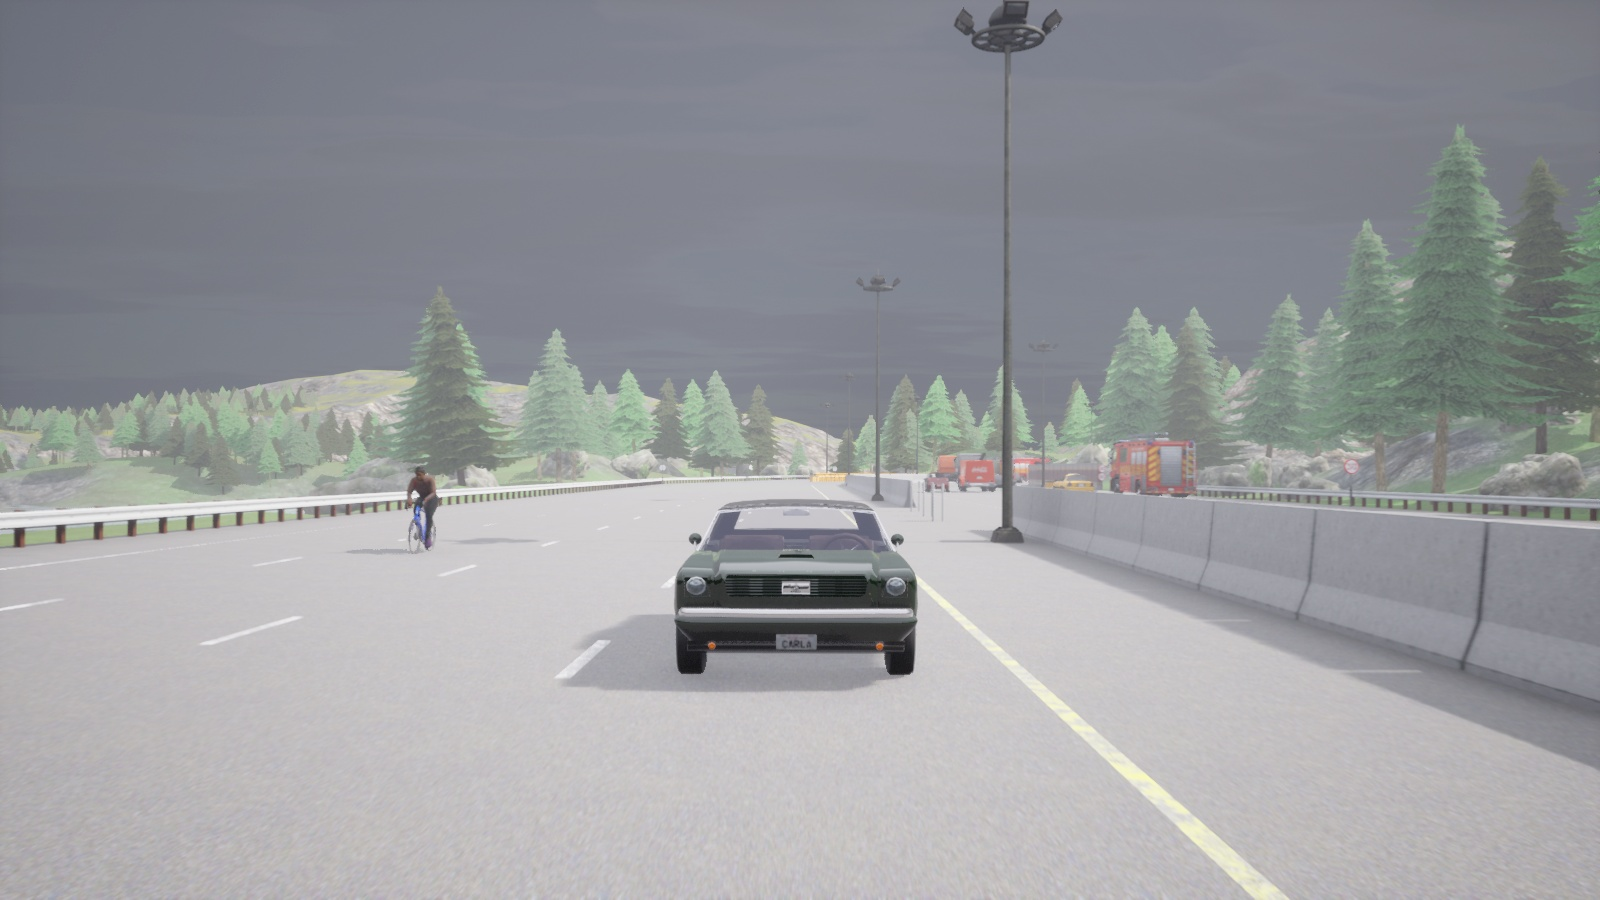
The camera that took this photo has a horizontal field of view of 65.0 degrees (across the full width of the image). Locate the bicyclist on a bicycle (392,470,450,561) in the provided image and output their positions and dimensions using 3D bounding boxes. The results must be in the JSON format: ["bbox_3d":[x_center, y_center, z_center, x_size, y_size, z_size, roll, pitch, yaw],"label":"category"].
[{"bbox_3d":[-7.055,1.188,23.456,0.582,1.620,1.656,0,-1,0],"label":"bicyclist on a bicycle"}]

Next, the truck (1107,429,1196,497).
[{"bbox_3d":[20.819,0.820,74.856,2.891,3.827,8.468,0,-1,0],"label":"truck"}]

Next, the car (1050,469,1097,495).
[{"bbox_3d":[17.312,2.019,79.786,1.801,1.575,5.366,0,-1,0],"label":"car"}]

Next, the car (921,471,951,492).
[{"bbox_3d":[10.247,2.378,95.035,1.845,1.501,3.633,0,-1,0],"label":"car"}]

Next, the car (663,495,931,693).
[{"bbox_3d":[-0.025,1.104,11.253,1.895,1.301,4.718,0,-1,0],"label":"car"}]
